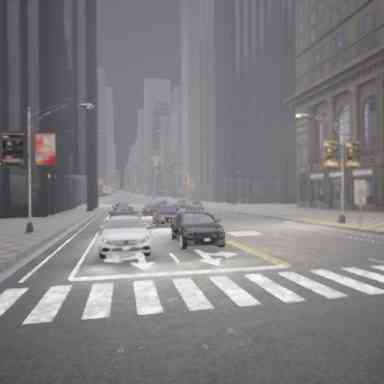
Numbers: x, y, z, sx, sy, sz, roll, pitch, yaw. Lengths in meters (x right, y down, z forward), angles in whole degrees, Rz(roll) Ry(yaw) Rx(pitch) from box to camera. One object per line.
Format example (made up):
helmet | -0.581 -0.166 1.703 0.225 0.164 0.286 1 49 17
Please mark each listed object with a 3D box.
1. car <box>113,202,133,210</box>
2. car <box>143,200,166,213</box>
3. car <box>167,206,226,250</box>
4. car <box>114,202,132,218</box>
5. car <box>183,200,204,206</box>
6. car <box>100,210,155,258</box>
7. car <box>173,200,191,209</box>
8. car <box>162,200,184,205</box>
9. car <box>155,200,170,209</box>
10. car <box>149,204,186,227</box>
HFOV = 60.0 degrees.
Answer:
car | -5.044 1.795 24.509 2.128 1.511 4.902 0 0 -12
car | -4.560 1.982 37.903 1.994 1.385 4.181 0 -1 -12
car | 0.170 1.645 15.642 1.882 1.535 5.008 0 -1 -10
car | -7.870 1.952 37.861 1.837 1.490 4.892 0 1 -12
car | 0.379 1.986 46.416 2.033 1.411 5.357 0 0 -12
car | -2.763 1.705 13.797 1.812 1.442 4.674 0 -1 -12
car | -1.794 2.082 56.530 2.033 1.411 5.357 0 0 -12
car | -2.820 2.068 45.979 1.895 1.301 4.718 0 0 -12
car | -4.973 2.066 55.853 1.837 1.490 4.892 0 0 -12
car | -1.906 1.844 25.437 1.994 1.385 4.181 0 -1 -11
